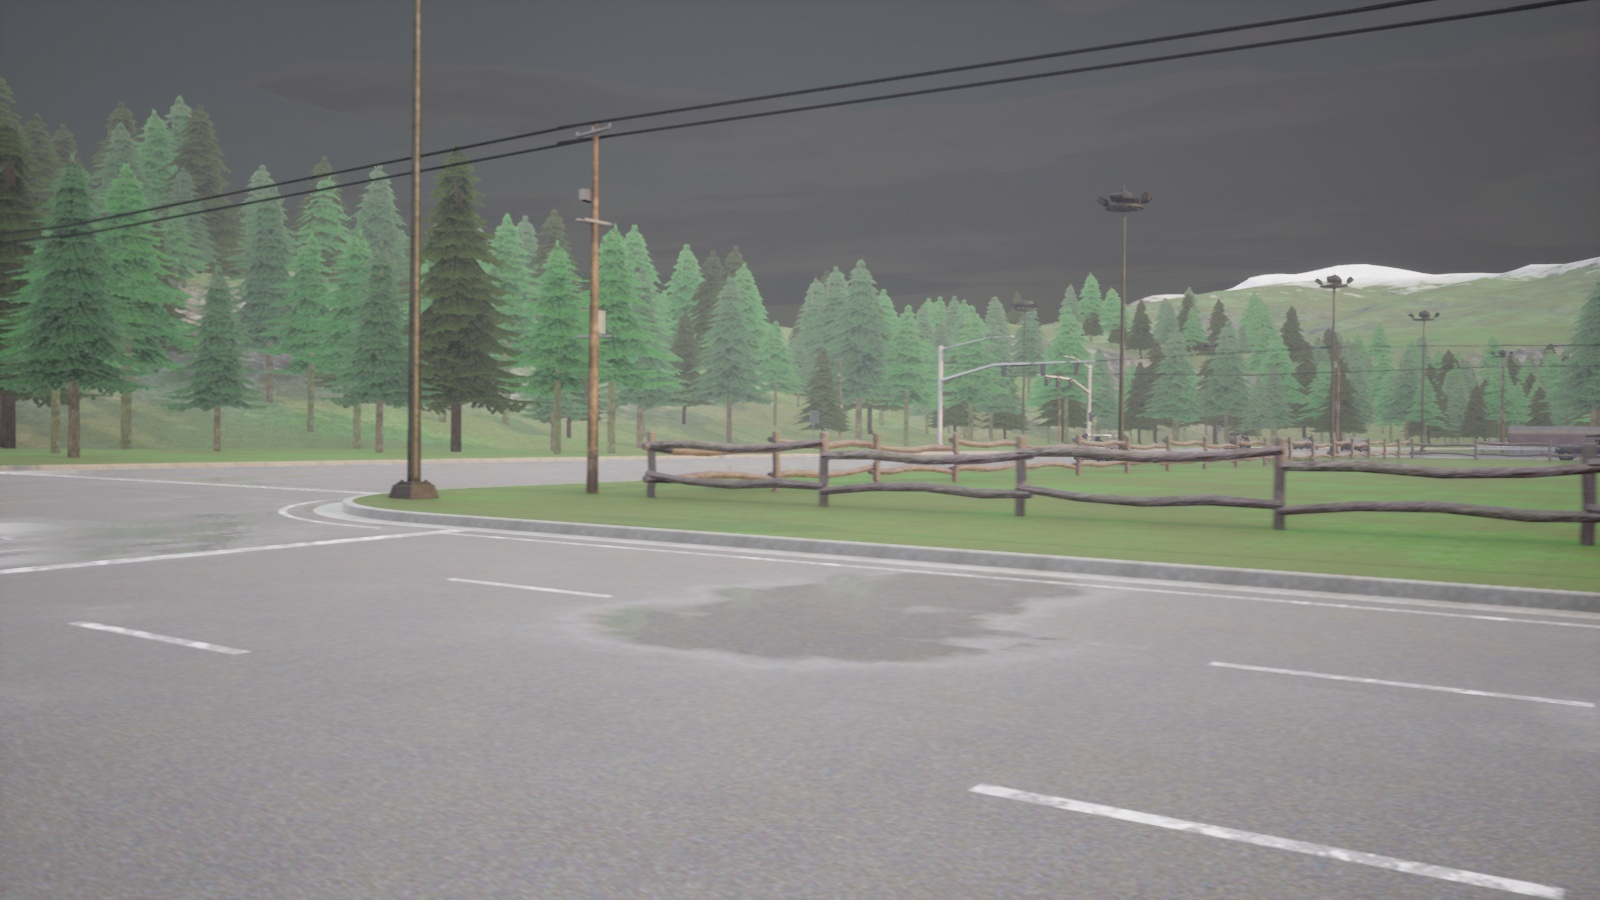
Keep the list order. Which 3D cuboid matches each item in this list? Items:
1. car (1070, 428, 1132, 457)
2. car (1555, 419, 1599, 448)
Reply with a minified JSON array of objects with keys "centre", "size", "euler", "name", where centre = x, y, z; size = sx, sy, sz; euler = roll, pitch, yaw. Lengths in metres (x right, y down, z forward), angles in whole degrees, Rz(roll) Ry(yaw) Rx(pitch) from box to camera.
[{"centre":[16.070,-0.436,66.953],"size":[1.970,1.475,3.806],"euler":[0,1,34],"name":"car"},{"centre":[51.341,-1.058,81.598],"size":[3.866,1.878,1.905],"euler":[0,1,34],"name":"car"}]
